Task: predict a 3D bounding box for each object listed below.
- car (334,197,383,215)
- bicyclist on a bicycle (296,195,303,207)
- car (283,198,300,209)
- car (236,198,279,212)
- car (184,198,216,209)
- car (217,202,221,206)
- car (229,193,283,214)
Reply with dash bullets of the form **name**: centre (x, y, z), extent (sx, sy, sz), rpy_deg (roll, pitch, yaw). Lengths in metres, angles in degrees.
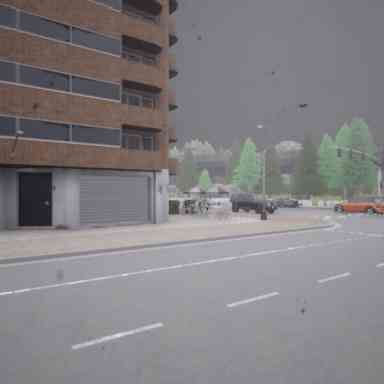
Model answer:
- **car**: centre (16.572, 1.309, 33.132), extent (2.097, 1.767, 4.553), rpy_deg (0, 0, -36)
- **bicyclist on a bicycle**: centre (15.324, 1.261, 47.313), extent (1.656, 1.620, 0.582), rpy_deg (0, 0, -36)
- **car**: centre (12.012, 1.506, 45.426), extent (2.033, 1.411, 5.357), rpy_deg (0, 0, -36)
- **car**: centre (7.615, 1.461, 39.121), extent (1.837, 1.490, 4.892), rpy_deg (0, 0, -37)
- **car**: centre (0.640, 1.518, 42.514), extent (1.994, 1.385, 4.181), rpy_deg (0, 0, -39)
- **car**: centre (1.987, 1.557, 46.479), extent (1.895, 1.301, 4.718), rpy_deg (0, 0, -41)
- **car**: centre (6.304, 1.176, 35.006), extent (2.150, 2.045, 5.566), rpy_deg (0, 0, -38)
